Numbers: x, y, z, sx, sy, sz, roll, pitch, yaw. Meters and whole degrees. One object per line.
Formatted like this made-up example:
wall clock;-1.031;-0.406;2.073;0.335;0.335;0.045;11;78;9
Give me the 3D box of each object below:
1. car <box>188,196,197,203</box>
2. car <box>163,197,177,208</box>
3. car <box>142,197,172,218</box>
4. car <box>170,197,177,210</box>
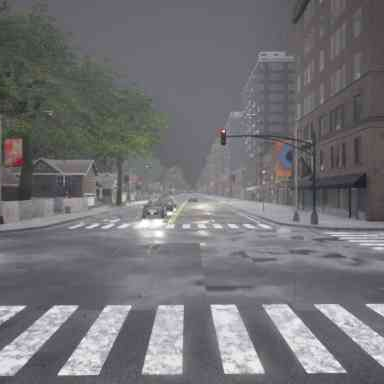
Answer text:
car;0.195;1.538;70.202;2.128;1.511;4.902;0;0;0
car;-3.266;1.548;49.765;1.812;1.442;4.674;0;0;0
car;-3.303;1.500;30.073;2.128;1.511;4.902;0;0;0
car;-3.286;1.367;39.807;2.097;1.767;4.553;0;0;0
